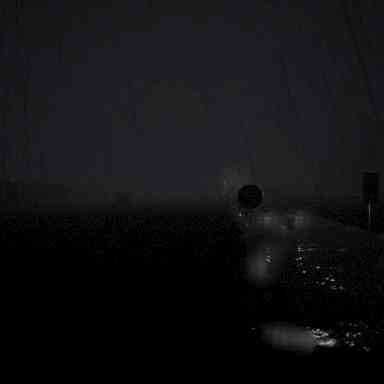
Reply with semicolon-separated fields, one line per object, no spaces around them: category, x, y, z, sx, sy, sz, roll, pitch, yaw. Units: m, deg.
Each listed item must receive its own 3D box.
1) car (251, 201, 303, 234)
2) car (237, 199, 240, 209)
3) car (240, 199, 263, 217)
car;4.455;1.375;17.735;1.895;1.301;4.718;0;0;4
car;6.170;1.125;37.942;1.812;1.442;4.674;0;0;6
car;5.246;1.212;27.827;1.812;1.442;4.674;0;0;5
